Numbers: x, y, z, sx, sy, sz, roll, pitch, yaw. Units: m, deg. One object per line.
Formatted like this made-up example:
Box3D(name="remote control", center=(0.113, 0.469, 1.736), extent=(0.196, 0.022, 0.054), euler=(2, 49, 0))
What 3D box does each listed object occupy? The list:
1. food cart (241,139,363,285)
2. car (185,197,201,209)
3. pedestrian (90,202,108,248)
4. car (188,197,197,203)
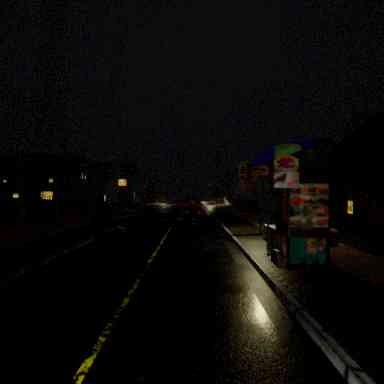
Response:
Box3D(name="food cart", center=(3.045, 0.469, 10.545), extent=(2.280, 3.560, 4.660), euler=(1, 1, 0))
Box3D(name="car", center=(0.147, 1.437, 45.721), extent=(2.097, 1.767, 4.553), euler=(0, 0, 0))
Box3D(name="pedestrian", center=(-3.748, 1.301, 13.397), extent=(0.375, 1.860, 0.375), euler=(-1, 1, 0))
Box3D(name="car", center=(0.085, 1.814, 74.624), extent=(1.895, 1.301, 4.718), euler=(0, 0, 0))
